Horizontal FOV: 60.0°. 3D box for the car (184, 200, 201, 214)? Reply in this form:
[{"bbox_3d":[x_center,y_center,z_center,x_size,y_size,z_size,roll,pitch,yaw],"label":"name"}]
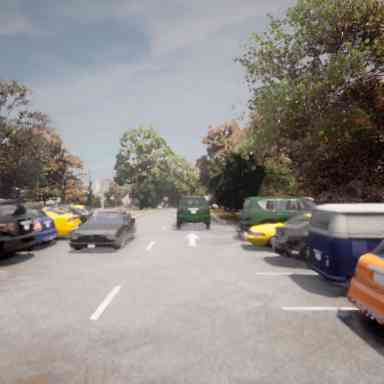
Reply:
[{"bbox_3d":[0.084,1.878,42.252,2.097,1.767,4.553,0,-2,0],"label":"car"}]

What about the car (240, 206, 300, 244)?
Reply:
[{"bbox_3d":[4.850,1.495,13.428,5.366,1.575,1.946,0,0,0],"label":"car"}]

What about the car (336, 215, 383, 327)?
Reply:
[{"bbox_3d":[5.006,1.361,5.121,4.553,1.767,2.185,0,0,0],"label":"car"}]

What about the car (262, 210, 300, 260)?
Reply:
[{"bbox_3d":[5.029,1.494,10.661,4.892,1.521,2.231,0,0,0],"label":"car"}]

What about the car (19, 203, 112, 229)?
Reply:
[{"bbox_3d":[-8.234,1.553,21.955,5.366,1.575,1.946,0,0,0],"label":"car"}]

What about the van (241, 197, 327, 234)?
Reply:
[{"bbox_3d":[5.150,1.302,19.090,4.442,1.987,1.878,0,0,0],"label":"van"}]

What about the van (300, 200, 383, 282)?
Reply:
[{"bbox_3d":[5.154,1.264,7.891,4.442,1.987,1.878,0,0,0],"label":"van"}]

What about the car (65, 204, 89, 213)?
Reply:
[{"bbox_3d":[-8.042,1.530,19.186,4.892,1.521,2.231,0,0,0],"label":"car"}]

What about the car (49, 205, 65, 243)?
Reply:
[{"bbox_3d":[-8.014,1.374,13.638,4.553,1.767,2.185,0,0,0],"label":"car"}]

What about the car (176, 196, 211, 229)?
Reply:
[{"bbox_3d":[0.091,1.306,22.579,2.150,2.045,5.566,0,-1,0],"label":"car"}]

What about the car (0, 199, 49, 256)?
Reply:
[{"bbox_3d":[-8.073,1.242,10.866,5.566,2.045,2.435,0,0,0],"label":"car"}]

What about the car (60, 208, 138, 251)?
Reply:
[{"bbox_3d":[-3.602,1.569,14.582,2.033,1.411,5.357,0,0,0],"label":"car"}]

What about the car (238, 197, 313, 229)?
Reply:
[{"bbox_3d":[5.061,1.256,16.198,5.566,2.045,2.435,0,0,0],"label":"car"}]
